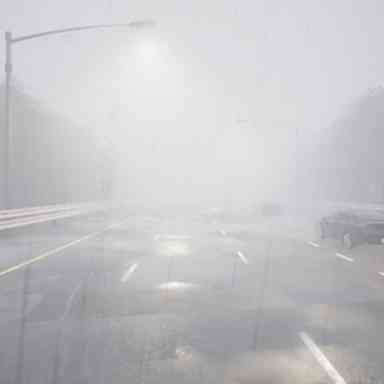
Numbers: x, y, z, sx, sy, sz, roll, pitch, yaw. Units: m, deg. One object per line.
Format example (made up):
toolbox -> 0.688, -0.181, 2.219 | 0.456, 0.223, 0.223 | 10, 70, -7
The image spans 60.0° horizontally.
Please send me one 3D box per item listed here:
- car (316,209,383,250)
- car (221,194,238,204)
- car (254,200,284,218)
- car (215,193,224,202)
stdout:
car -> 7.003, 1.510, 14.434 | 1.837, 1.490, 4.892 | 0, 0, 0
car -> 7.023, 1.561, 62.690 | 1.812, 1.442, 4.674 | 0, 0, 0
car -> 7.005, 1.504, 30.774 | 1.882, 1.535, 5.008 | 0, 0, 0
car -> 7.060, 1.581, 77.814 | 1.812, 1.442, 4.674 | 0, 0, 0
